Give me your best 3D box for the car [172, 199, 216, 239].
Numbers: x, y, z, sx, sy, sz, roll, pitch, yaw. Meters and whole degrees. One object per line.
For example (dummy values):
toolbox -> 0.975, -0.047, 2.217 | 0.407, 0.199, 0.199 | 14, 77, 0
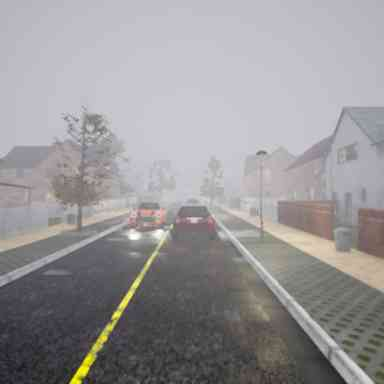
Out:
car -> 0.100, 1.393, 17.703 | 2.097, 1.767, 4.553 | 0, 0, 0

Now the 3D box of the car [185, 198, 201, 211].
car -> 0.100, 1.578, 42.891 | 1.882, 1.535, 5.008 | 0, 0, 0

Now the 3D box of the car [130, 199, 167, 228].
car -> -2.848, 1.405, 22.529 | 2.097, 1.767, 4.553 | 0, 0, 0
